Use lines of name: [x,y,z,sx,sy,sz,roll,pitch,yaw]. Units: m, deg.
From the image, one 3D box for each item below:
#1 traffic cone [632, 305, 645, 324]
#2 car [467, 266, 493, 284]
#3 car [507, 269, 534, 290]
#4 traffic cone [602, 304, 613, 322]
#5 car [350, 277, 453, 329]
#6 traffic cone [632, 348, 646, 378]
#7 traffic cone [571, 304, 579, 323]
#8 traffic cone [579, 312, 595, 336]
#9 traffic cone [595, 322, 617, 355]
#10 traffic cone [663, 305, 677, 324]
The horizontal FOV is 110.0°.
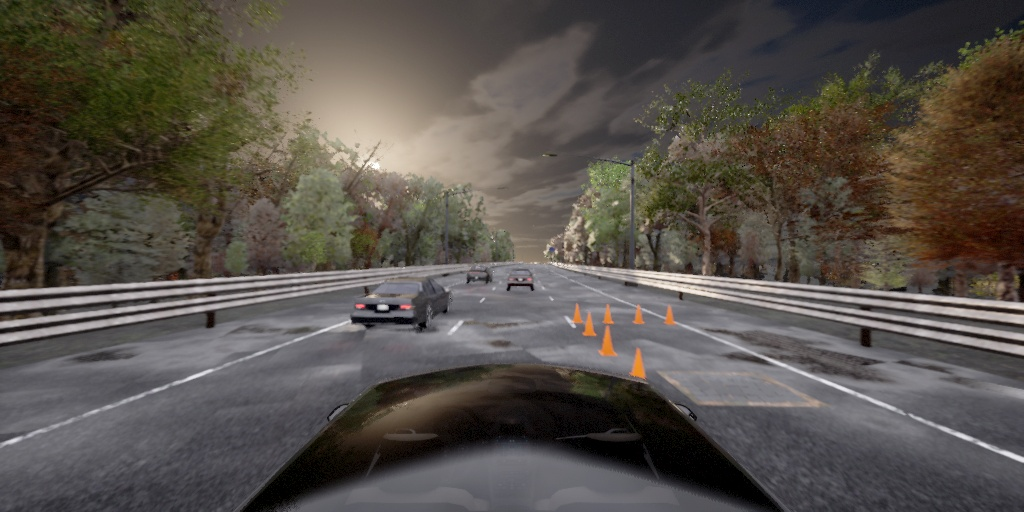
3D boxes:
traffic cone: [4.131,1.884,11.709,0.340,0.580,0.340,0,0,1]
car: [-2.735,1.593,31.293,2.128,1.511,4.902,1,-1,3]
car: [0.619,1.607,25.560,2.033,1.411,5.357,1,-1,2]
traffic cone: [3.132,1.872,11.727,0.340,0.580,0.340,0,0,1]
car: [-3.245,1.386,11.627,2.033,1.411,5.357,1,-1,1]
traffic cone: [2.024,1.782,5.747,0.340,0.580,0.340,0,0,1]
traffic cone: [2.132,1.860,11.745,0.340,0.580,0.340,0,0,1]
traffic cone: [2.096,1.834,9.745,0.340,0.580,0.340,0,0,1]
traffic cone: [2.060,1.808,7.746,0.340,0.580,0.340,0,0,1]
traffic cone: [5.132,1.896,11.691,0.340,0.580,0.340,0,0,1]
